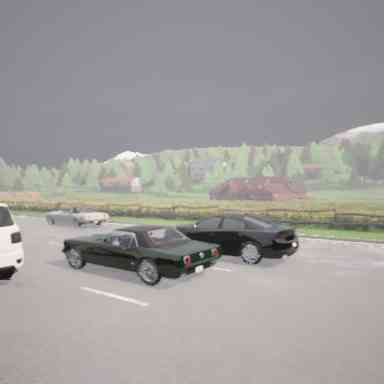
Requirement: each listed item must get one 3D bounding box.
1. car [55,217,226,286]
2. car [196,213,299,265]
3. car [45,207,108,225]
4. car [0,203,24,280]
[{"bbox_3d":[-1.627,1.610,9.456,4.718,1.301,1.895,0,0,36],"label":"car"},{"bbox_3d":[1.172,1.481,11.746,5.008,1.535,1.882,0,0,36],"label":"car"},{"bbox_3d":[-7.932,1.635,22.583,4.718,1.301,1.895,0,0,36],"label":"car"},{"bbox_3d":[-6.674,1.245,8.762,5.566,2.045,2.150,0,0,36],"label":"car"}]
